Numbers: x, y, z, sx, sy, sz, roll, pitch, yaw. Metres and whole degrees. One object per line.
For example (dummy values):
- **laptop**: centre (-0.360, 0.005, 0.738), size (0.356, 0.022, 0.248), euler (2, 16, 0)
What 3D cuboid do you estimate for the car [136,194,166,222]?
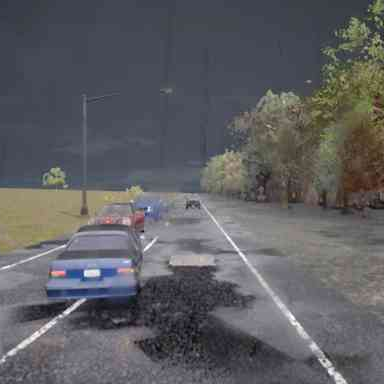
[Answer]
- **car**: centre (-3.563, 1.209, 26.428), size (2.150, 2.045, 5.566), euler (0, 0, -1)

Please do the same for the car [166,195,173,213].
- **car**: centre (-3.537, 1.332, 36.310), size (2.097, 1.767, 4.553), euler (0, 0, 0)

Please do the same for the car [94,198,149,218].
- **car**: centre (-3.645, 1.345, 16.593), size (2.097, 1.767, 4.553), euler (0, 0, 1)

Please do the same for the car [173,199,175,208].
- **car**: centre (-3.519, 1.324, 46.269), size (2.097, 1.767, 4.553), euler (0, 0, 0)

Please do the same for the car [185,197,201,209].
- **car**: centre (0.134, 1.480, 43.805), size (1.837, 1.490, 4.892), euler (0, 0, -1)

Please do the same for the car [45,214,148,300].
- **car**: centre (-2.237, 1.544, 8.625), size (2.033, 1.411, 5.357), euler (0, 0, -9)
